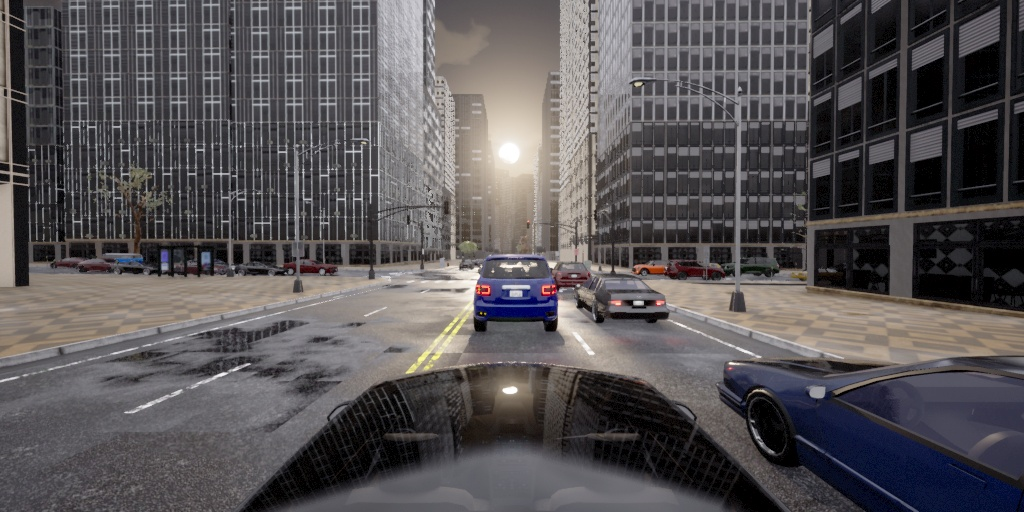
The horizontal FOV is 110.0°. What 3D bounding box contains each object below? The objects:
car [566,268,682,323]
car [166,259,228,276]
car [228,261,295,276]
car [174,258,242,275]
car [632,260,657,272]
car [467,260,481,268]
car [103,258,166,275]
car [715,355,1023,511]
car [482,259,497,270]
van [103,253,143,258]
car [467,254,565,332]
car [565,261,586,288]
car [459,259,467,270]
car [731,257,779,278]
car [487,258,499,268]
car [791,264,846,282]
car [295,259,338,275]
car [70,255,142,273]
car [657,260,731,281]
[{"bbox_3d":[3.350,1.293,12.017,2.033,1.411,5.357,0,0,0],"label":"car"},{"bbox_3d":[-28.416,1.137,32.737,4.207,1.307,1.802,0,0,1],"label":"car"},{"bbox_3d":[-22.732,1.173,32.604,4.313,1.339,1.948,0,0,1],"label":"car"},{"bbox_3d":[-29.977,0.989,35.460,4.902,1.511,2.128,1,1,1],"label":"car"},{"bbox_3d":[15.036,1.202,37.849,4.553,1.767,2.097,0,1,0],"label":"car"},{"bbox_3d":[-6.571,1.304,62.784,1.895,1.301,4.718,0,0,0],"label":"car"},{"bbox_3d":[-34.097,1.068,32.911,4.313,1.339,1.948,0,0,1],"label":"car"},{"bbox_3d":[3.350,1.297,1.837,2.033,1.411,5.357,0,0,1],"label":"car"},{"bbox_3d":[-3.336,1.191,53.372,1.882,1.535,5.008,0,0,0],"label":"car"},{"bbox_3d":[-45.288,0.604,41.571,3.998,1.789,1.690,0,0,1],"label":"van"},{"bbox_3d":[0.097,0.967,11.014,2.150,2.045,5.566,0,0,0],"label":"car"},{"bbox_3d":[3.349,1.092,21.424,2.097,1.767,4.553,0,0,0],"label":"car"},{"bbox_3d":[-6.602,1.220,52.481,1.837,1.490,4.892,0,0,-1],"label":"car"},{"bbox_3d":[24.888,1.158,37.700,5.566,2.045,2.150,1,1,1],"label":"car"},{"bbox_3d":[-3.319,1.180,62.985,1.882,1.535,5.008,0,0,0],"label":"car"},{"bbox_3d":[27.641,1.578,31.878,4.829,1.417,1.751,0,0,1],"label":"car"},{"bbox_3d":[-19.766,1.068,35.252,5.008,1.535,1.882,1,1,0],"label":"car"},{"bbox_3d":[-40.334,0.928,35.678,4.674,1.442,1.812,0,1,2],"label":"car"},{"bbox_3d":[16.193,1.268,32.075,5.009,1.841,2.192,0,0,1],"label":"car"}]
